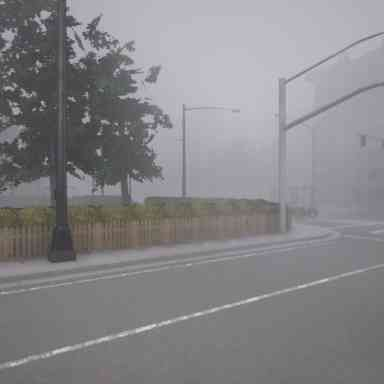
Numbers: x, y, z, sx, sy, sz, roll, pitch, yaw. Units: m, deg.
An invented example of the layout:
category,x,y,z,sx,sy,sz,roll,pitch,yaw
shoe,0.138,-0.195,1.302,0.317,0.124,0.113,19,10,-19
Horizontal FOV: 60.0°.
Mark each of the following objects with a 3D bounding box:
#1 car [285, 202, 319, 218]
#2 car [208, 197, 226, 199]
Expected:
category,x,y,z,sx,sy,sz,roll,pitch,yaw
car,8.918,1.596,29.920,1.895,1.301,4.718,0,0,-35
car,3.272,1.347,38.029,2.097,1.767,4.553,0,0,-35
